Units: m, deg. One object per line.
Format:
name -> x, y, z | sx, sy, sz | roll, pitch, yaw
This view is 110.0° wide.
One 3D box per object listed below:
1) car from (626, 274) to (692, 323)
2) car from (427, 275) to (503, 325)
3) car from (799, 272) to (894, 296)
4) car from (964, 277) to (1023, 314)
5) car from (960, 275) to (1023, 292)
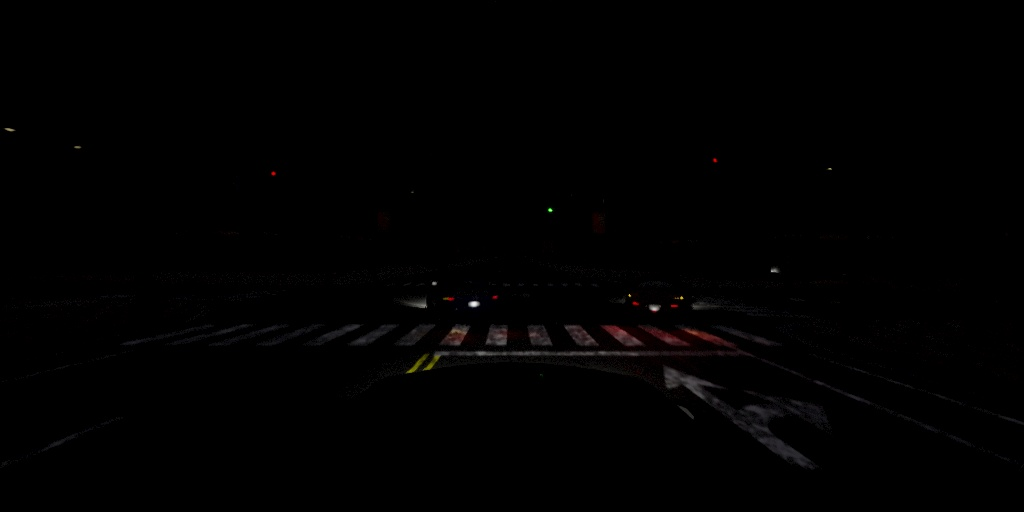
car -> 5.145, 1.332, 12.454 | 1.812, 1.442, 4.674 | 0, 0, 26
car -> -1.733, 1.349, 12.256 | 1.994, 1.385, 4.181 | 1, 0, -19
car -> 20.584, 1.684, 22.165 | 4.829, 1.417, 1.751 | 0, 0, 0
car -> 20.723, 1.637, 13.637 | 4.507, 1.381, 1.888 | 0, 0, 0
car -> 30.525, 1.843, 22.142 | 4.403, 1.370, 2.007 | 0, 0, 0
